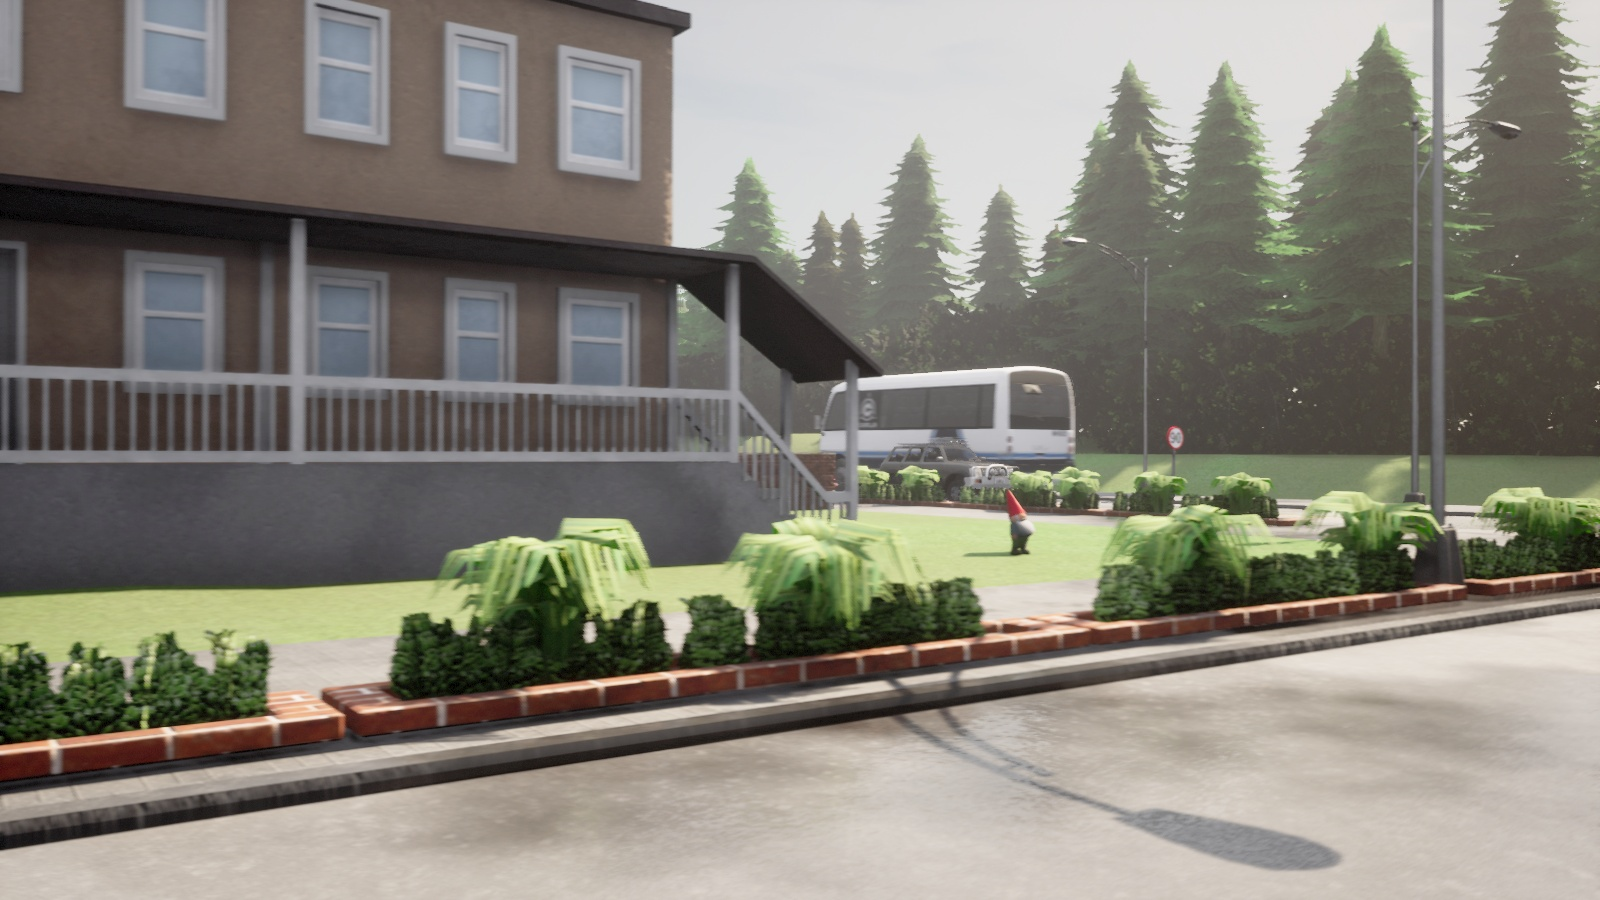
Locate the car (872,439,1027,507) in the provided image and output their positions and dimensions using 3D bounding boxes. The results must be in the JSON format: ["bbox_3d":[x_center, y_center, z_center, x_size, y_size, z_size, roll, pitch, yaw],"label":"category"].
[{"bbox_3d":[4.281,0.642,36.686,1.932,1.855,4.605,0,0,-35],"label":"car"}]

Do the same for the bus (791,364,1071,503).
[{"bbox_3d":[4.222,-0.533,43.781,3.944,4.253,10.273,0,0,-35],"label":"bus"}]
